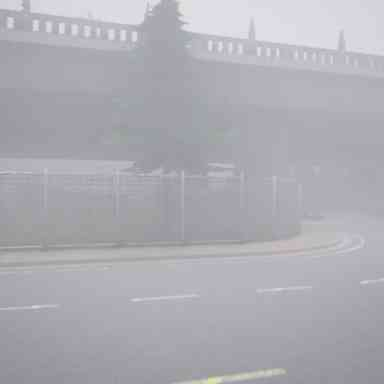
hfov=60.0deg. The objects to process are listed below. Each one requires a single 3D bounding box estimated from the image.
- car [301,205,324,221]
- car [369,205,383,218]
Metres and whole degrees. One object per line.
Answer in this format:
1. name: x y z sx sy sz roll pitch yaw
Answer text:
1. car: 11.521 2.103 33.815 1.837 1.490 4.892 1 -2 -8
2. car: 21.723 2.173 36.654 1.837 1.490 4.892 0 0 -8
